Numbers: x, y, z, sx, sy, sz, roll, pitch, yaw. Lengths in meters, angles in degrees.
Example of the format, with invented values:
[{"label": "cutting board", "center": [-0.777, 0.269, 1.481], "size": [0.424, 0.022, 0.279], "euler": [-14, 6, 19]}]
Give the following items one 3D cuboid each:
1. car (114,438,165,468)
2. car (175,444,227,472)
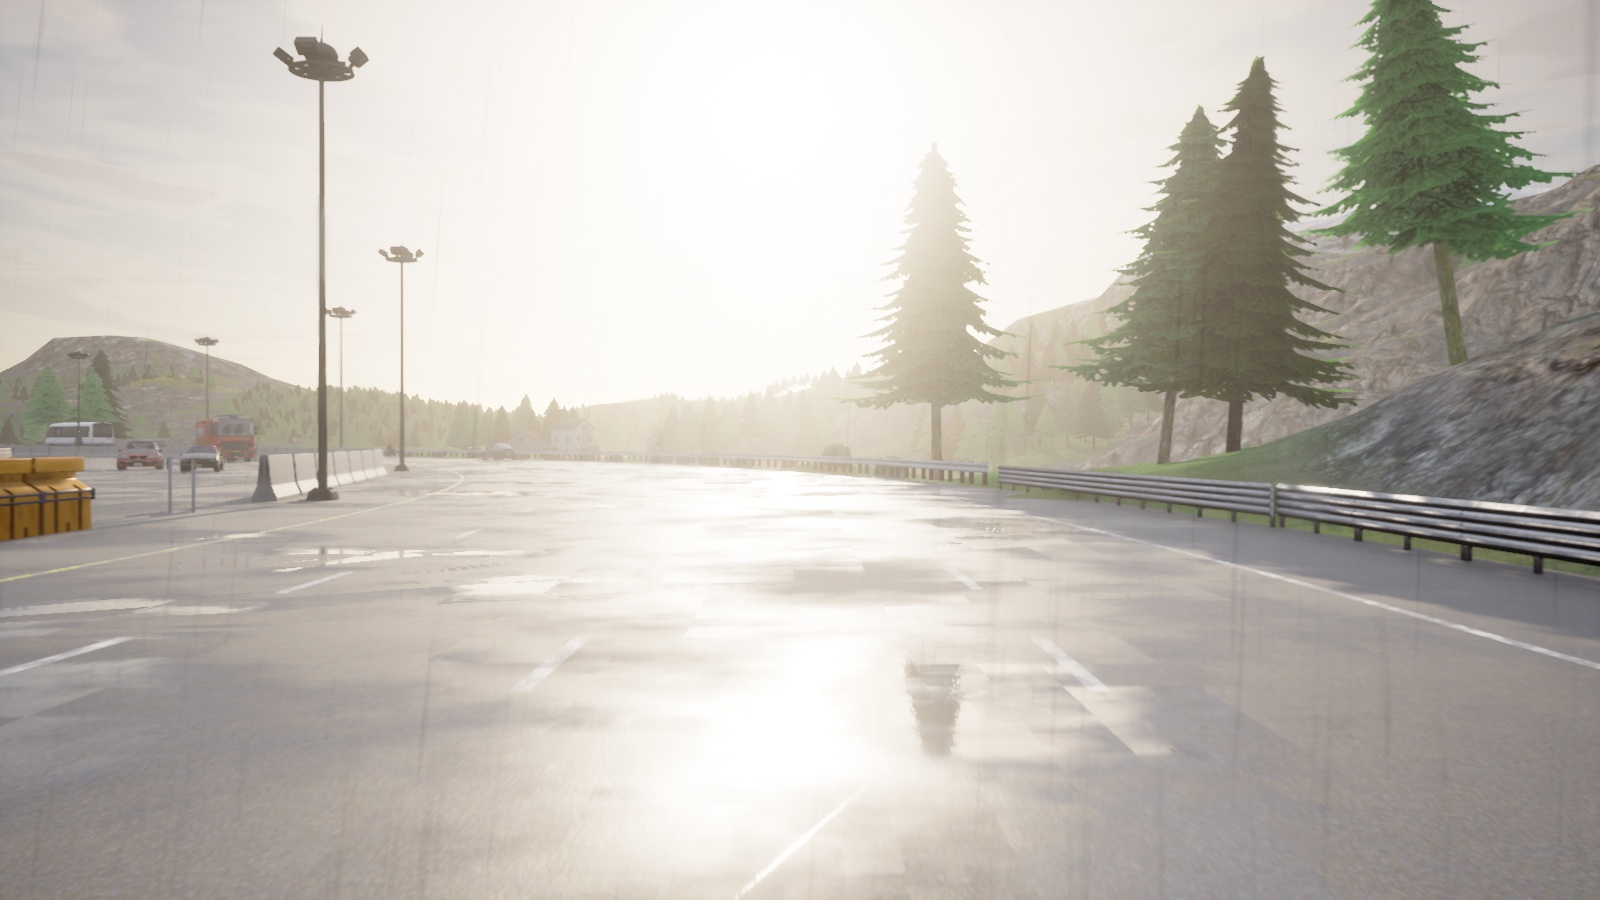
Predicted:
[{"label": "car", "center": [-37.263, 0.161, 70.903], "size": [2.242, 1.667, 4.611], "euler": [0, 0, -24]}, {"label": "car", "center": [-31.215, 0.399, 65.550], "size": [2.033, 1.411, 5.357], "euler": [0, 0, -21]}]
